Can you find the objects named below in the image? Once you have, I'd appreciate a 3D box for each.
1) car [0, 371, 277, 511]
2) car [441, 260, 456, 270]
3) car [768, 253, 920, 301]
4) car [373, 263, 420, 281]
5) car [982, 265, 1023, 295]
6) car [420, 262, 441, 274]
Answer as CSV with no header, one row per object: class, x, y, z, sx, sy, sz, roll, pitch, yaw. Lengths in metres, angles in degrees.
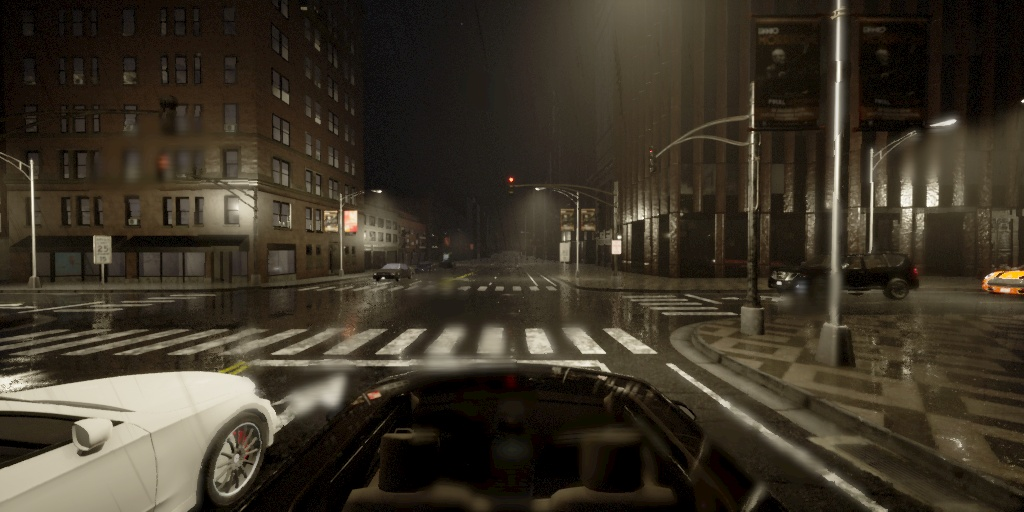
car,-3.159,1.276,1.403,1.812,1.442,4.674,0,0,2
car,-9.649,1.316,54.022,1.994,1.385,4.181,0,0,1
car,14.872,0.868,16.223,5.566,2.045,2.150,0,1,1
car,-9.741,1.301,30.000,2.033,1.411,5.357,0,0,2
car,24.541,0.961,16.231,4.553,1.767,2.097,0,1,0
car,-9.728,1.319,40.905,1.994,1.385,4.181,0,0,-1
